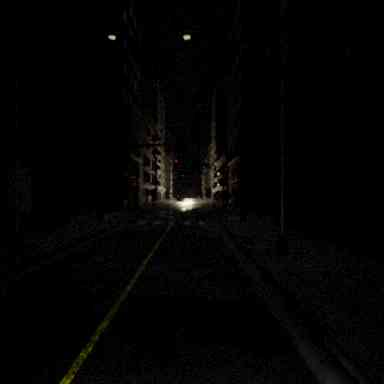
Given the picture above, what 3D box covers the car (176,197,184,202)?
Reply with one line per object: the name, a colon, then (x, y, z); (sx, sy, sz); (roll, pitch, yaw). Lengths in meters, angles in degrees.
car: (-2.991, 1.848, 83.372); (2.033, 1.411, 5.357); (0, 0, 0)
